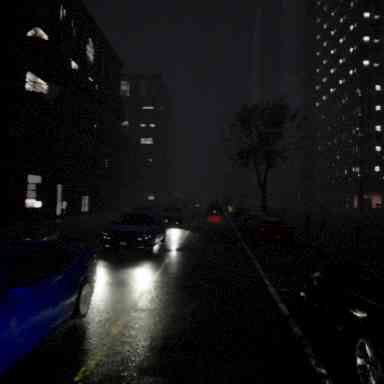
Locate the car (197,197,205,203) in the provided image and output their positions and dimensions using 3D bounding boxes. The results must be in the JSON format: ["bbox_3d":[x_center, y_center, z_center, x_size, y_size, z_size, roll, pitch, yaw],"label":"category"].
[{"bbox_3d":[2.258,1.816,78.257,1.882,1.535,5.008,1,-1,4],"label":"car"}]

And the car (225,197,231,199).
[{"bbox_3d":[6.946,1.963,67.851,2.150,2.045,5.566,1,0,4],"label":"car"}]

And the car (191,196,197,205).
[{"bbox_3d":[-0.468,2.204,77.805,1.887,1.381,4.507,2,0,4],"label":"car"}]

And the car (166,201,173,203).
[{"bbox_3d":[-3.515,1.756,33.355,2.008,1.369,4.403,2,0,4],"label":"car"}]

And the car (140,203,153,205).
[{"bbox_3d":[-3.896,1.715,27.798,1.947,1.339,4.313,2,0,4],"label":"car"}]

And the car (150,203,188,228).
[{"bbox_3d":[-1.564,1.732,24.031,1.994,1.385,4.181,1,0,4],"label":"car"}]

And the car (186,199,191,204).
[{"bbox_3d":[-1.982,1.746,55.582,2.192,1.841,5.009,2,0,4],"label":"car"}]

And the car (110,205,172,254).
[{"bbox_3d":[-2.247,1.547,14.080,1.882,1.535,5.008,1,0,4],"label":"car"}]

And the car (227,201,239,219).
[{"bbox_3d":[4.844,1.935,32.779,2.008,1.369,4.403,2,0,4],"label":"car"}]

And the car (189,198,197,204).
[{"bbox_3d":[0.294,2.341,88.918,1.947,1.339,4.313,2,0,4],"label":"car"}]

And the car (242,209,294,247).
[{"bbox_3d":[3.701,1.762,16.109,1.887,1.381,4.507,2,0,4],"label":"car"}]

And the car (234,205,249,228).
[{"bbox_3d":[4.082,1.823,21.666,2.008,1.369,4.403,2,0,4],"label":"car"}]

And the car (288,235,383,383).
[{"bbox_3d":[2.939,1.673,4.998,1.947,1.339,4.313,2,0,4],"label":"car"}]

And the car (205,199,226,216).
[{"bbox_3d":[2.604,1.885,38.123,1.837,1.490,4.892,1,0,4],"label":"car"}]

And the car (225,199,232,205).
[{"bbox_3d":[5.618,2.023,44.062,1.752,1.417,4.829,2,0,4],"label":"car"}]

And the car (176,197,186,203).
[{"bbox_3d":[-2.383,1.897,49.854,1.752,1.417,4.829,2,0,4],"label":"car"}]

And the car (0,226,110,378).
[{"bbox_3d":[-2.904,1.453,4.559,1.882,1.535,5.008,1,0,4],"label":"car"}]

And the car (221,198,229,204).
[{"bbox_3d":[8.657,2.394,88.343,1.967,1.590,4.097,2,0,4],"label":"car"}]

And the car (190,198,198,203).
[{"bbox_3d":[0.675,2.384,94.474,2.008,1.369,4.403,2,0,4],"label":"car"}]

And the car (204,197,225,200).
[{"bbox_3d":[3.334,1.840,48.781,2.097,1.767,4.553,1,-1,5],"label":"car"}]

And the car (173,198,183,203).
[{"bbox_3d":[-2.754,1.883,44.467,1.947,1.339,4.313,2,0,4],"label":"car"}]
